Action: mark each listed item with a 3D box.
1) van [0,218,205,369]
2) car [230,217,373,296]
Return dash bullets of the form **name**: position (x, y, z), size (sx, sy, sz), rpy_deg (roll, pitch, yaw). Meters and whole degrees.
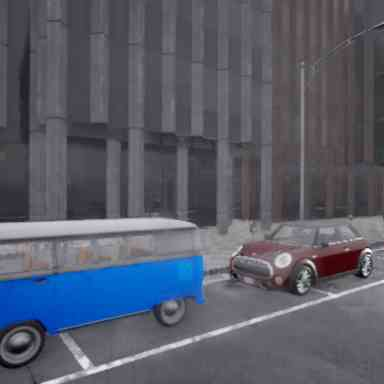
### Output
- **van**: position (-1.672, 1.355, 5.459), size (3.998, 1.788, 1.690), rpy_deg (1, -1, -36)
- **car**: position (2.915, 1.501, 8.733), size (4.097, 1.590, 1.967), rpy_deg (1, -1, -36)
